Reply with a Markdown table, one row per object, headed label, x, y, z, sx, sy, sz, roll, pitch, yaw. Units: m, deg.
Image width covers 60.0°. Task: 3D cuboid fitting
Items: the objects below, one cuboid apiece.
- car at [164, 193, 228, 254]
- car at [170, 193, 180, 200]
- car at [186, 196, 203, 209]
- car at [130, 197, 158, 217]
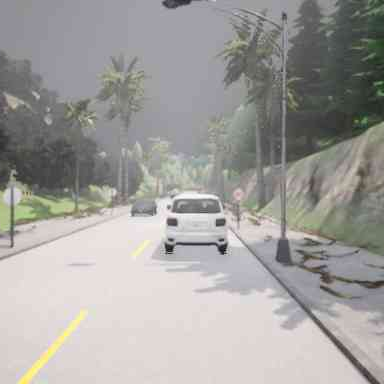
| label | x | y | z | sx | sy | sz | roll | pitch | yaw |
| --- | --- | --- | --- | --- | --- | --- | --- | --- | --- |
| car | 0.153 | 1.106 | 13.155 | 2.150 | 2.045 | 5.566 | 0 | 1 | 0 |
| car | -3.677 | 0.947 | 70.872 | 1.895 | 1.301 | 4.718 | 0 | 1 | 0 |
| car | 0.285 | 1.246 | 40.605 | 1.895 | 1.301 | 4.718 | 0 | 0 | 0 |
| car | -3.970 | 1.246 | 28.290 | 1.837 | 1.490 | 4.892 | 0 | 1 | 0 |
